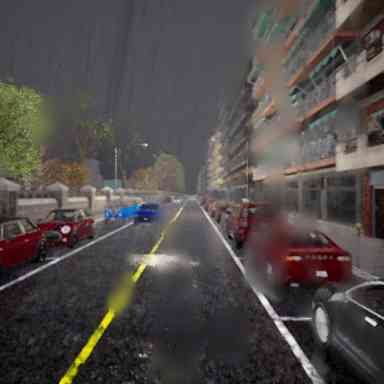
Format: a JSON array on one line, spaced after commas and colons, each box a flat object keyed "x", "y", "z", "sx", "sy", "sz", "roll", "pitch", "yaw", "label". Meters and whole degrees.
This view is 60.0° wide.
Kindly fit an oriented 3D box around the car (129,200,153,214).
[{"x": -5.687, "y": 1.682, "z": 37.299, "sx": 2.008, "sy": 1.369, "sz": 4.403, "roll": 0, "pitch": 0, "yaw": 0, "label": "car"}]

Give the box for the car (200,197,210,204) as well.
[{"x": 2.695, "y": 1.834, "z": 71.081, "sx": 2.008, "sy": 1.369, "sz": 4.403, "roll": 0, "pitch": 0, "yaw": 0, "label": "car"}]

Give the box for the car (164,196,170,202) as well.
[{"x": -5.685, "y": 1.875, "z": 76.713, "sx": 1.947, "sy": 1.339, "sz": 4.313, "roll": 0, "pitch": 0, "yaw": 0, "label": "car"}]

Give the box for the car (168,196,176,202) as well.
[{"x": -5.684, "y": 1.836, "z": 93.600, "sx": 1.967, "sy": 1.590, "sz": 4.097, "roll": 0, "pitch": 0, "yaw": 0, "label": "car"}]

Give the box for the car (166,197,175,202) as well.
[{"x": -5.685, "y": 1.908, "z": 87.971, "sx": 1.887, "sy": 1.381, "sz": 4.507, "roll": 0, "pitch": 0, "yaw": 0, "label": "car"}]

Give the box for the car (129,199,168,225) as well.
[{"x": -3.096, "y": 1.560, "z": 24.794, "sx": 1.882, "sy": 1.535, "sz": 5.008, "roll": 0, "pitch": 0, "yaw": 0, "label": "car"}]

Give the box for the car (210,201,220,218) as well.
[{"x": 2.693, "y": 1.631, "z": 26.039, "sx": 1.887, "sy": 1.381, "sz": 4.507, "roll": 0, "pitch": 0, "yaw": 0, "label": "car"}]

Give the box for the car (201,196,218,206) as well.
[{"x": 2.694, "y": 1.470, "z": 42.930, "sx": 2.192, "sy": 1.841, "sz": 5.009, "roll": 0, "pitch": 0, "yaw": 0, "label": "car"}]

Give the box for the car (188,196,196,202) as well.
[{"x": 0.006, "y": 1.725, "z": 78.054, "sx": 1.895, "sy": 1.301, "sz": 4.718, "roll": 0, "pitch": 0, "yaw": 0, "label": "car"}]

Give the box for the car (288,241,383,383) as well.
[{"x": 2.692, "y": 1.562, "z": 3.519, "sx": 2.008, "sy": 1.369, "sz": 4.403, "roll": 0, "pitch": 0, "yaw": 0, "label": "car"}]

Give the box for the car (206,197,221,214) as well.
[{"x": 2.694, "y": 1.548, "z": 31.669, "sx": 1.967, "sy": 1.590, "sz": 4.097, "roll": 0, "pitch": 0, "yaw": 0, "label": "car"}]

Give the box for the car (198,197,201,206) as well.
[{"x": 2.355, "y": 1.751, "z": 58.639, "sx": 1.812, "sy": 1.442, "sz": 4.674, "roll": 0, "pitch": 0, "yaw": 0, "label": "car"}]

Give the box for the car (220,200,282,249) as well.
[{"x": 2.693, "y": 1.362, "z": 14.780, "sx": 2.192, "sy": 1.841, "sz": 5.009, "roll": 0, "pitch": 0, "yaw": 0, "label": "car"}]

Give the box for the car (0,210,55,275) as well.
[{"x": -5.688, "y": 1.469, "z": 9.151, "sx": 1.967, "sy": 1.590, "sz": 4.097, "roll": 0, "pitch": 0, "yaw": 0, "label": "car"}]

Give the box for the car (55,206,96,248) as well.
[{"x": -5.687, "y": 1.488, "z": 14.780, "sx": 1.967, "sy": 1.590, "sz": 4.097, "roll": 0, "pitch": 0, "yaw": 0, "label": "car"}]

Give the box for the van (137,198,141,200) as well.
[{"x": -5.686, "y": 1.449, "z": 31.670, "sx": 1.690, "sy": 1.788, "sz": 3.998, "roll": 0, "pitch": 0, "yaw": 0, "label": "van"}]

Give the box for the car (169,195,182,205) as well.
[{"x": -3.002, "y": 1.796, "z": 67.185, "sx": 1.812, "sy": 1.442, "sz": 4.674, "roll": 0, "pitch": 0, "yaw": 0, "label": "car"}]

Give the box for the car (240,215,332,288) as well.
[{"x": 2.692, "y": 1.573, "z": 9.149, "sx": 1.887, "sy": 1.381, "sz": 4.507, "roll": 0, "pitch": 0, "yaw": 0, "label": "car"}]

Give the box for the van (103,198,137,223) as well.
[{"x": -5.687, "y": 1.428, "z": 26.041, "sx": 1.690, "sy": 1.788, "sz": 3.998, "roll": 0, "pitch": 0, "yaw": 0, "label": "van"}]

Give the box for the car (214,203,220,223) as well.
[{"x": 2.693, "y": 1.616, "z": 20.410, "sx": 2.008, "sy": 1.369, "sz": 4.403, "roll": 0, "pitch": 0, "yaw": 0, "label": "car"}]

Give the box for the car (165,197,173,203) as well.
[{"x": -5.685, "y": 1.917, "z": 82.343, "sx": 1.802, "sy": 1.307, "sz": 4.206, "roll": 0, "pitch": 0, "yaw": 0, "label": "car"}]

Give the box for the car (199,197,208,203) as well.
[{"x": 2.696, "y": 1.853, "z": 76.712, "sx": 1.887, "sy": 1.381, "sz": 4.507, "roll": 0, "pitch": 0, "yaw": 0, "label": "car"}]
